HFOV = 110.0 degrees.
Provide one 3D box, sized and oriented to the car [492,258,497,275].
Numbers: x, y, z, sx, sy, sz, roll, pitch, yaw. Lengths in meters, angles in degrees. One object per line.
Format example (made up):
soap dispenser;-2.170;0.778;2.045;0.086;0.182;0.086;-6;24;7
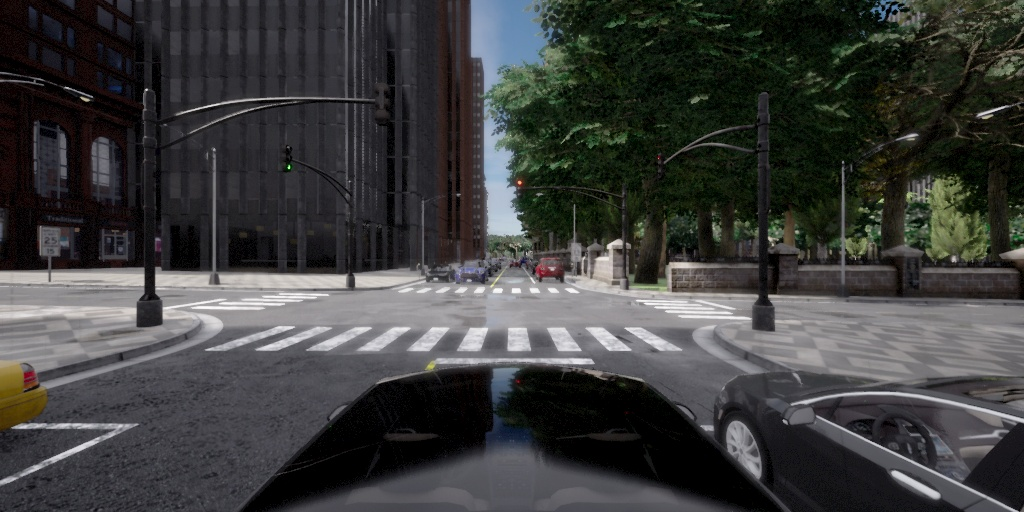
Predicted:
car;-2.842;1.271;35.942;1.837;1.490;4.892;0;0;1

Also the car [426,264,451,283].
car;-5.562;1.324;28.436;1.948;1.339;4.313;0;0;0

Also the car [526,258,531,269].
car;3.087;1.326;44.748;2.007;1.370;4.403;0;0;0

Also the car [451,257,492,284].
car;-2.912;1.110;26.839;2.097;1.767;4.553;0;0;0

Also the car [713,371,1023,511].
car;2.760;1.300;1.716;2.007;1.370;4.403;0;0;0

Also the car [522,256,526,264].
car;3.211;1.232;61.118;1.967;1.591;4.097;0;0;0

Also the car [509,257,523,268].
car;0.536;1.319;61.252;1.812;1.442;4.674;0;0;0

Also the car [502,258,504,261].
car;-2.664;1.351;55.429;1.994;1.385;4.181;0;0;1

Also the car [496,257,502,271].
car;-2.764;1.267;45.439;2.128;1.511;4.902;0;0;0

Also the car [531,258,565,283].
car;2.963;1.073;28.380;2.192;1.841;5.009;0;0;0

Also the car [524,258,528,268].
car;3.129;1.332;50.205;2.007;1.370;4.403;0;0;0

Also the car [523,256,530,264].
car;3.170;1.227;55.661;1.967;1.591;4.097;0;0;0

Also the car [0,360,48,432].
car;-5.766;1.275;1.602;1.751;1.417;4.829;0;0;0

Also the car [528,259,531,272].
car;3.046;1.335;39.292;1.948;1.339;4.313;0;0;0
